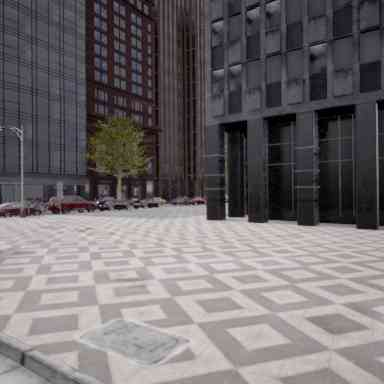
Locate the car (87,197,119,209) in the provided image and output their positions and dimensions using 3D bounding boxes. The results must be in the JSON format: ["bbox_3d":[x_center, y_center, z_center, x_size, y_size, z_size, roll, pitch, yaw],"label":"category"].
[{"bbox_3d":[-12.796,1.484,48.072,1.967,1.590,4.097,-1,0,35],"label":"car"}]

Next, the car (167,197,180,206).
[{"bbox_3d":[-1.207,1.495,54.480,2.033,1.411,5.357,-1,0,35],"label":"car"}]

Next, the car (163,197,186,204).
[{"bbox_3d":[-3.202,1.574,62.008,1.947,1.339,4.313,-1,0,35],"label":"car"}]

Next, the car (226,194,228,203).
[{"bbox_3d":[3.814,1.222,57.170,2.192,1.841,5.009,-1,0,35],"label":"car"}]

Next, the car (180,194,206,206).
[{"bbox_3d":[0.619,1.462,52.524,1.887,1.381,4.507,-1,0,35],"label":"car"}]

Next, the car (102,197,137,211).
[{"bbox_3d":[-8.972,1.524,38.590,1.947,1.339,4.313,-1,0,35],"label":"car"}]

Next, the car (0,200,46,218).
[{"bbox_3d":[-15.366,1.576,29.300,1.802,1.307,4.206,-1,0,35],"label":"car"}]

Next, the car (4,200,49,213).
[{"bbox_3d":[-19.189,1.642,38.781,1.947,1.339,4.313,-1,0,35],"label":"car"}]

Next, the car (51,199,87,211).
[{"bbox_3d":[-15.991,1.642,43.426,1.802,1.307,4.206,-1,0,35],"label":"car"}]

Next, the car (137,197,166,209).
[{"bbox_3d":[-5.775,1.509,43.234,1.947,1.339,4.313,-1,0,35],"label":"car"}]

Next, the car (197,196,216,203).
[{"bbox_3d":[3.193,1.534,71.299,1.887,1.381,4.507,-1,0,35],"label":"car"}]

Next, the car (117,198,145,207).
[{"bbox_3d":[-9.596,1.613,52.717,1.802,1.307,4.206,-1,0,35],"label":"car"}]

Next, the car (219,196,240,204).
[{"bbox_3d":[7.013,1.463,61.813,1.947,1.339,4.313,-1,0,35],"label":"car"}]

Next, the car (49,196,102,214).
[{"bbox_3d":[-12.171,1.290,33.946,2.192,1.841,5.009,-1,0,35],"label":"car"}]

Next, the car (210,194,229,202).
[{"bbox_3d":[6.389,1.296,75.945,2.192,1.841,5.009,-1,0,35],"label":"car"}]
